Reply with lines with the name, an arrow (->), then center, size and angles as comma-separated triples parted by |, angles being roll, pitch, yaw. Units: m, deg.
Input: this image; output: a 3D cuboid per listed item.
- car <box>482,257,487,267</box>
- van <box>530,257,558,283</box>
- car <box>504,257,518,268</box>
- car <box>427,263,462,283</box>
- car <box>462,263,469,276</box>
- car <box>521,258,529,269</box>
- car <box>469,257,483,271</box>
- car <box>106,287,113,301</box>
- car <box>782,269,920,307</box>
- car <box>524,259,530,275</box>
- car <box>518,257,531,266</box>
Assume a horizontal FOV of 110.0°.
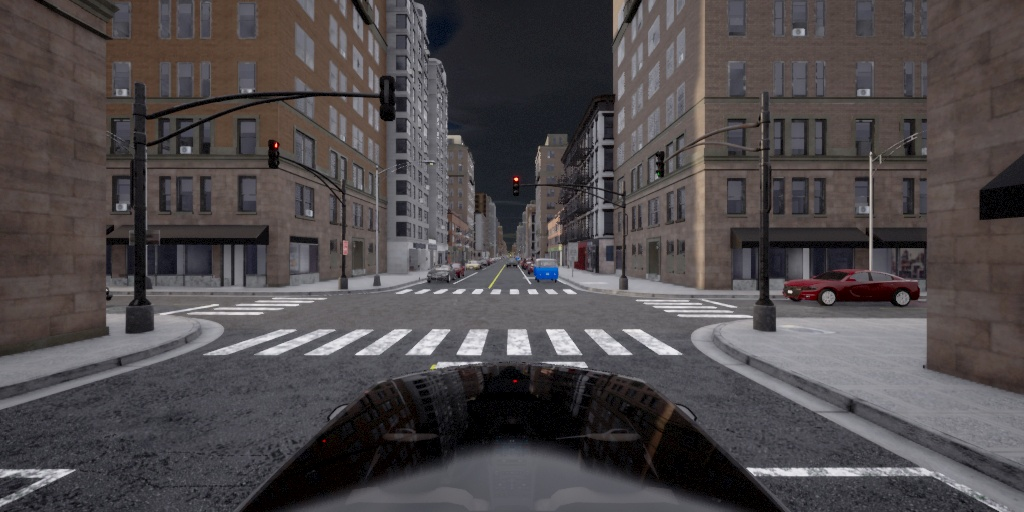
car -> -5.489, 1.306, 56.342 | 1.948, 1.339, 4.313 | 0, 0, 0
van -> 2.589, 1.089, 27.956 | 1.690, 1.789, 3.998 | 0, 0, 0
car -> -0.013, 1.337, 61.567 | 1.895, 1.301, 4.718 | 0, 0, 0
car -> -5.436, 1.299, 27.932 | 2.007, 1.370, 4.403 | 0, 0, 0
car -> -5.447, 1.293, 33.614 | 1.888, 1.381, 4.507 | 0, 0, 0
car -> 2.547, 1.326, 50.681 | 1.802, 1.307, 4.207 | 0, 0, 0
car -> -5.478, 1.269, 50.490 | 1.751, 1.417, 4.829 | 0, 0, 0
car -> -17.750, 1.198, 12.763 | 5.357, 1.411, 2.033 | 0, 0, 0
car -> 14.789, 1.326, 15.820 | 5.008, 1.535, 1.882 | 0, 0, 1
car -> 2.568, 1.330, 39.318 | 1.802, 1.307, 4.207 | 0, 0, 0
car -> 2.536, 1.055, 56.363 | 2.192, 1.841, 5.009 | 0, 0, 0
